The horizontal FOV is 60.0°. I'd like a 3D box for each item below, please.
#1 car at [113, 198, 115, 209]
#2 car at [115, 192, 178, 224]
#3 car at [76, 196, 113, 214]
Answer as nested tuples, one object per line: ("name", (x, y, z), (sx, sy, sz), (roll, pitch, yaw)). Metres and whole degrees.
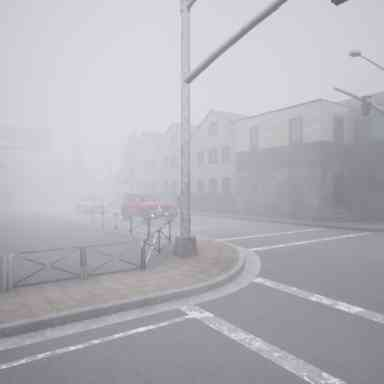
("car", (-10.536, 1.328, 40.416), (1.837, 1.490, 4.892), (0, 0, -35))
("car", (-3.202, 1.045, 23.663), (2.150, 2.045, 5.566), (0, 0, -35))
("car", (-10.074, 1.176, 33.397), (2.097, 1.767, 4.553), (0, 0, -35))
